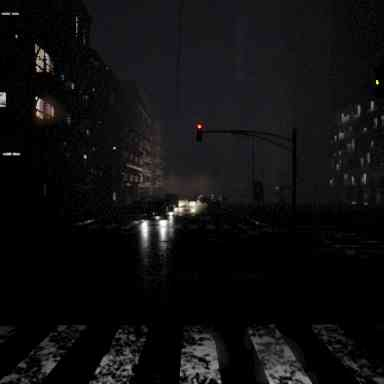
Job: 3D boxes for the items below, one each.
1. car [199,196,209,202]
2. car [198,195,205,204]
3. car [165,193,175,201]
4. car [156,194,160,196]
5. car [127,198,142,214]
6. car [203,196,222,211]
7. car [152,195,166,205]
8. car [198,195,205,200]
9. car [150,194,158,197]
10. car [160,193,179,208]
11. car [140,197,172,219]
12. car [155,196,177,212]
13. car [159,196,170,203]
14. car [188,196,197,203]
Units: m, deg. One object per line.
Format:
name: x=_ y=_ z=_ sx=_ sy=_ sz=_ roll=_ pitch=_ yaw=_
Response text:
car: x=2.663 y=1.543 z=74.910 sx=1.887 sy=1.381 sz=4.507 roll=-1 pitch=0 yaw=0
car: x=2.660 y=1.547 z=63.612 sx=2.008 sy=1.369 sz=4.403 roll=-1 pitch=0 yaw=0
car: x=-5.686 y=1.316 z=86.152 sx=2.192 sy=1.841 sz=5.009 roll=-1 pitch=0 yaw=0
car: x=-5.693 y=1.309 z=52.259 sx=2.192 sy=1.841 sz=5.009 roll=-1 pitch=0 yaw=0
car: x=-5.693 y=1.538 z=35.311 sx=1.887 sy=1.381 sz=4.507 roll=-1 pitch=0 yaw=0
car: x=2.655 y=1.538 z=41.016 sx=1.887 sy=1.381 sz=4.507 roll=-1 pitch=0 yaw=0
car: x=-5.690 y=1.435 z=57.907 sx=1.967 sy=1.590 sz=4.097 roll=-1 pitch=0 yaw=0
car: x=2.666 y=1.529 z=92.027 sx=1.752 sy=1.417 sz=4.829 roll=-1 pitch=0 yaw=0
car: x=-5.694 y=1.433 z=40.960 sx=1.967 sy=1.590 sz=4.097 roll=-1 pitch=0 yaw=0
car: x=-3.079 y=1.215 z=49.382 sx=2.150 sy=2.045 sz=5.566 roll=0 pitch=0 yaw=0
car: x=-3.093 y=1.499 z=29.280 sx=1.837 sy=1.490 sz=4.892 roll=0 pitch=0 yaw=0
car: x=-3.087 y=1.519 z=39.035 sx=1.812 sy=1.442 sz=4.674 roll=0 pitch=0 yaw=0
car: x=-5.686 y=1.579 z=69.206 sx=1.802 sy=1.307 sz=4.206 roll=-1 pitch=0 yaw=0
car: x=0.118 y=1.545 z=69.735 sx=2.033 sy=1.411 sz=5.357 roll=0 pitch=0 yaw=0
